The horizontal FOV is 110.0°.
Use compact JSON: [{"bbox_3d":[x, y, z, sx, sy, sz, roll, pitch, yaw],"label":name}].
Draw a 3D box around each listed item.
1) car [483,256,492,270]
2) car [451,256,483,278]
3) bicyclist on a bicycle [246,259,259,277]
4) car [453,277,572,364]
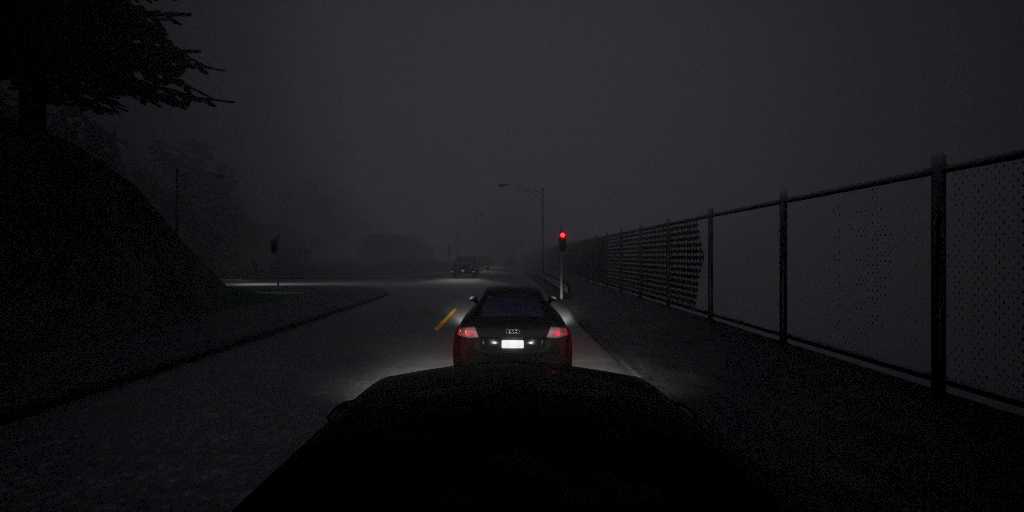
[{"bbox_3d":[-4.508,0.970,51.353,2.150,2.045,5.566,0,0,0],"label":"car"},{"bbox_3d":[-4.371,0.972,34.406,2.150,2.045,5.566,0,0,0],"label":"car"},{"bbox_3d":[-24.055,1.099,33.289,0.582,1.620,1.656,0,0,0],"label":"bicyclist on a bicycle"},{"bbox_3d":[0.017,1.314,7.477,1.994,1.385,4.181,0,0,0],"label":"car"}]
